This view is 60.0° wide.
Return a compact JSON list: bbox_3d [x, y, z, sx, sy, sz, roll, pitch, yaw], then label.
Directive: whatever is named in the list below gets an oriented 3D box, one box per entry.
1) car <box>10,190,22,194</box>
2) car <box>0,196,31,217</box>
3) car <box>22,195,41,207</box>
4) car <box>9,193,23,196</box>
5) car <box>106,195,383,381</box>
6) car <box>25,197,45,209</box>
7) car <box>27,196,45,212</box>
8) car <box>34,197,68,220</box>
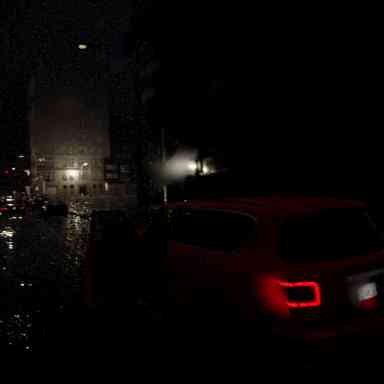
[{"bbox_3d":[-43.765,0.706,83.567,2.192,1.841,5.009,-2,1,-30],"label":"car"},{"bbox_3d":[-15.828,1.383,29.481,2.033,1.411,5.357,-2,1,-29],"label":"car"},{"bbox_3d":[-21.954,1.212,45.430,1.887,1.381,4.507,-2,1,-30],"label":"car"},{"bbox_3d":[-21.013,1.281,38.418,2.128,1.511,4.902,-2,1,-30],"label":"car"},{"bbox_3d":[0.440,1.088,5.683,2.150,2.045,5.566,-2,1,-30],"label":"car"},{"bbox_3d":[-19.155,1.277,40.535,1.802,1.307,4.206,-2,1,-30],"label":"car"},{"bbox_3d":[-16.360,1.163,35.636,1.967,1.590,4.097,-2,1,-30],"label":"car"},{"bbox_3d":[-10.759,1.326,25.847,2.008,1.369,4.403,-2,1,-30],"label":"car"}]
